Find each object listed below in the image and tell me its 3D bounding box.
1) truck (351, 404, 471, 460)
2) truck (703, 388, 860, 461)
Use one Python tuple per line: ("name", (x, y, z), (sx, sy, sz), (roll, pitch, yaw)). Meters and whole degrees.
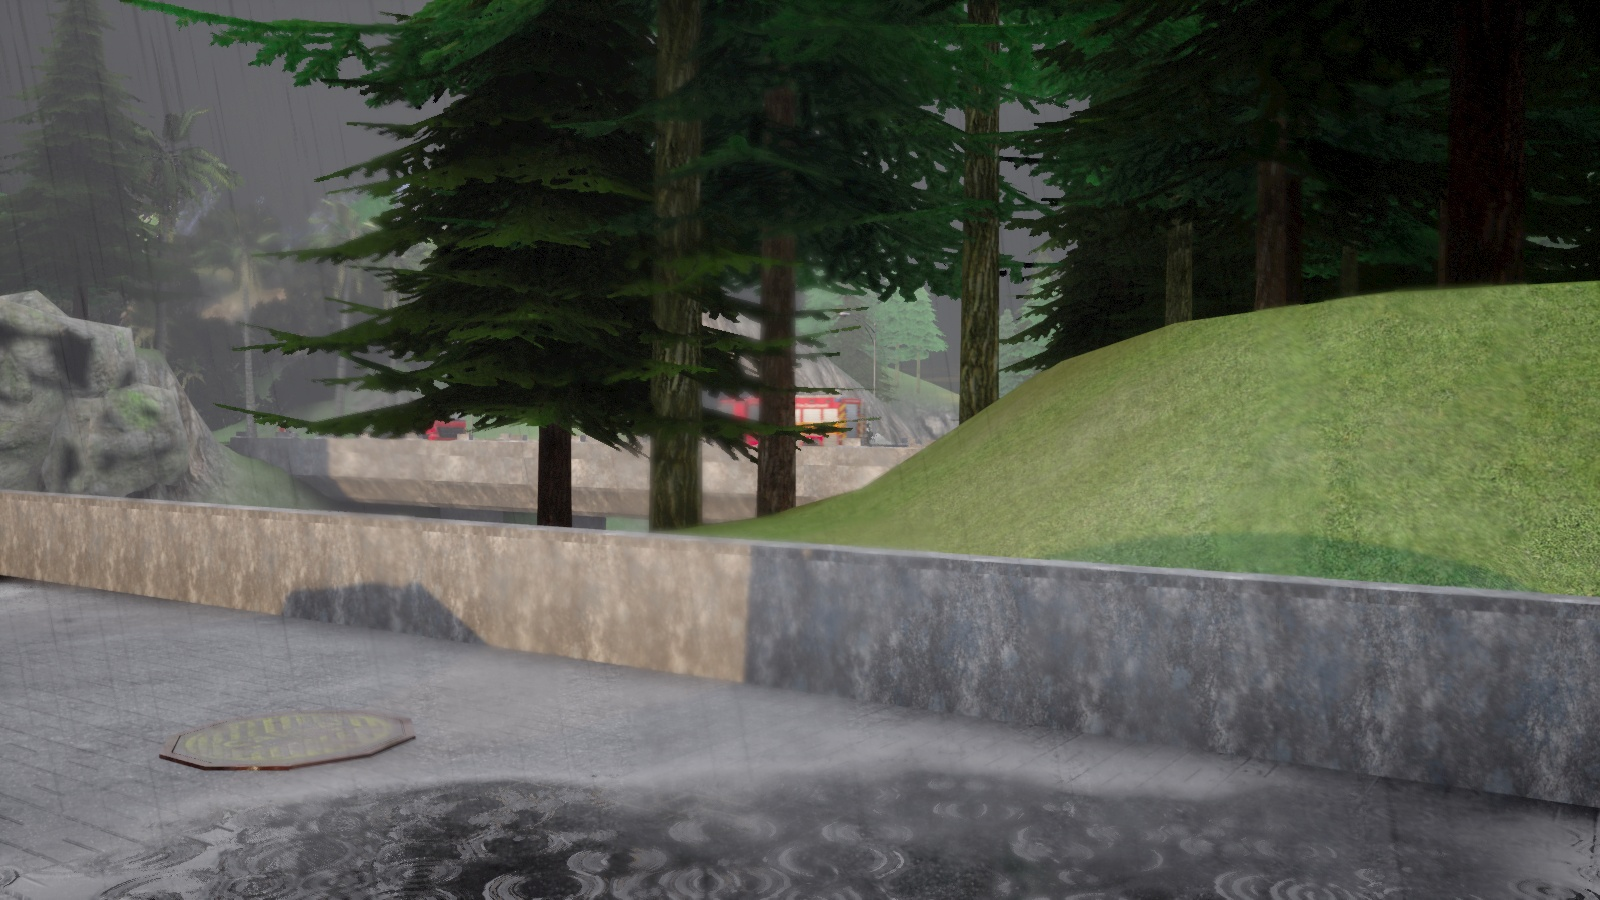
("truck", (-24.875, -1.119, 80.121), (7.936, 3.462, 2.891), (0, 1, 34))
("truck", (-1.081, -1.368, 69.149), (8.468, 3.827, 2.891), (0, 1, 34))
